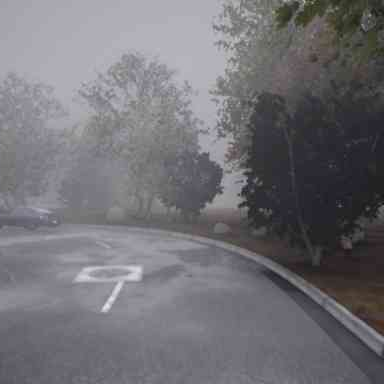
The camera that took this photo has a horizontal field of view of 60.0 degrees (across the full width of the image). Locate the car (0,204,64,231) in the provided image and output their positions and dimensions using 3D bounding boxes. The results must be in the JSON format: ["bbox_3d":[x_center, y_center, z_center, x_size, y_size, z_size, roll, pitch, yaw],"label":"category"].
[{"bbox_3d":[-10.386,1.623,20.910,4.674,1.442,1.812,0,-1,22],"label":"car"}]

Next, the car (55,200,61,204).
[{"bbox_3d":[-31.091,2.571,81.468,2.033,1.411,5.357,1,-1,-38],"label":"car"}]
